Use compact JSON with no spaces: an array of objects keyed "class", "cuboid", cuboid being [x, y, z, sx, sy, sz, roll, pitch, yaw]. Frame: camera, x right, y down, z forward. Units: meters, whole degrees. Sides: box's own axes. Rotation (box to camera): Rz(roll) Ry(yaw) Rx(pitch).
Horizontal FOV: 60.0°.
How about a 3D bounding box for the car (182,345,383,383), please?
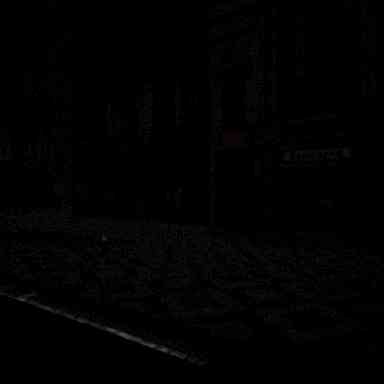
[{"class":"car","cuboid":[1.735,1.580,1.741,4.206,1.307,1.802,0,0,35]}]
